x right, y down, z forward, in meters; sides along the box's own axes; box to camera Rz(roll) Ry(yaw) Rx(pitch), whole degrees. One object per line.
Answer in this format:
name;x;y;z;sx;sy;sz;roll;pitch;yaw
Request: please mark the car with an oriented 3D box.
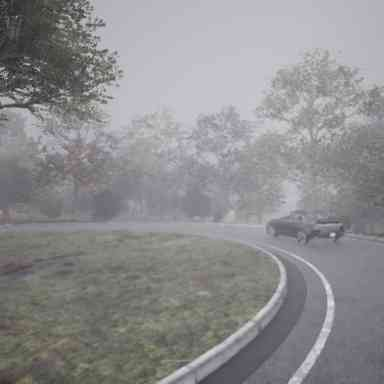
car;5.625;1.747;17.159;2.128;1.511;4.902;0;-1;-16
